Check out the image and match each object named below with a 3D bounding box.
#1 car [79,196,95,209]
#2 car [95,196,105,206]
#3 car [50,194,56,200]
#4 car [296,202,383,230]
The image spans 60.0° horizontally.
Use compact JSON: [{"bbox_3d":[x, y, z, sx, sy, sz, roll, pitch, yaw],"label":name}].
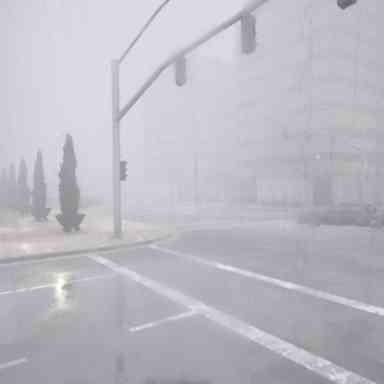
[{"bbox_3d":[-14.250,1.307,41.278,2.128,1.511,4.902,-1,1,-35],"label":"car"},{"bbox_3d":[-14.215,1.311,47.334,2.033,1.411,5.357,-1,1,-35],"label":"car"},{"bbox_3d":[-23.256,0.992,54.251,1.812,1.442,4.674,-1,1,-35],"label":"car"},{"bbox_3d":[8.687,1.296,18.541,5.357,1.411,2.033,-1,1,26],"label":"car"}]
